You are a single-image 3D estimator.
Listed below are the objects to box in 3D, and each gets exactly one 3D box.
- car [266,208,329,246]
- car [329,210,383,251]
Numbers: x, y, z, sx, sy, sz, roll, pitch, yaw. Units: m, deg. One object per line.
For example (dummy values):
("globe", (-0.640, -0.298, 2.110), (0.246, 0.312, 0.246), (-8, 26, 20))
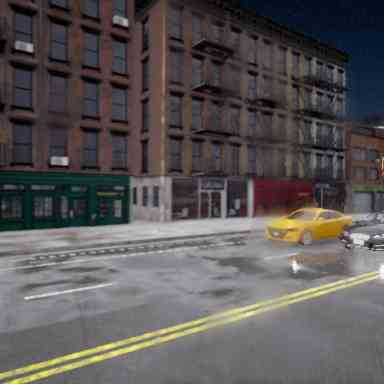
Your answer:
("car", (5.628, 1.528, 15.683), (5.008, 1.535, 1.882), (0, 0, -35))
("car", (7.972, 1.544, 13.362), (4.902, 1.511, 2.128), (0, 0, -35))
